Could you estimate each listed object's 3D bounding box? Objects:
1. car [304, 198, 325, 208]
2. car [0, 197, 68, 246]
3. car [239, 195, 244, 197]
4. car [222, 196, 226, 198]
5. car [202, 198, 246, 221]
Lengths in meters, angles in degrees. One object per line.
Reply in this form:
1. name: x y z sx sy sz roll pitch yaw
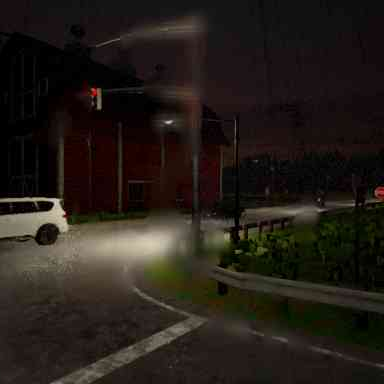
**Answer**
1. car: 17.270 1.591 46.819 1.994 1.385 4.181 0 0 37
2. car: -7.775 1.247 13.335 2.150 2.045 5.566 0 0 37
3. car: 12.940 1.547 89.158 1.784 1.438 3.905 0 0 36
4. car: 6.341 1.532 78.050 1.816 1.474 4.193 0 0 36
5. car: 2.703 1.531 27.392 1.837 1.490 4.892 0 0 37
